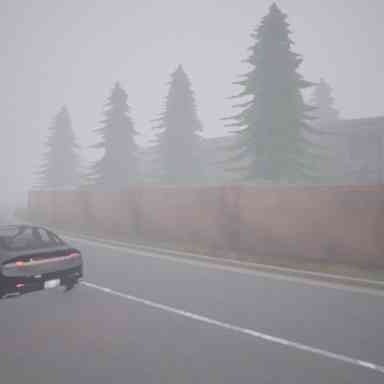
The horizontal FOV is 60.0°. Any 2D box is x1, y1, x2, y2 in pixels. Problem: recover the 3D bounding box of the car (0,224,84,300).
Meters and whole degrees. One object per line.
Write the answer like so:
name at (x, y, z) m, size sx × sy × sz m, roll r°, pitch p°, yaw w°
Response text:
car at (-4.475, 1.530, 7.893) m, size 4.902 × 1.511 × 2.128 m, roll 0°, pitch 0°, yaw 41°
